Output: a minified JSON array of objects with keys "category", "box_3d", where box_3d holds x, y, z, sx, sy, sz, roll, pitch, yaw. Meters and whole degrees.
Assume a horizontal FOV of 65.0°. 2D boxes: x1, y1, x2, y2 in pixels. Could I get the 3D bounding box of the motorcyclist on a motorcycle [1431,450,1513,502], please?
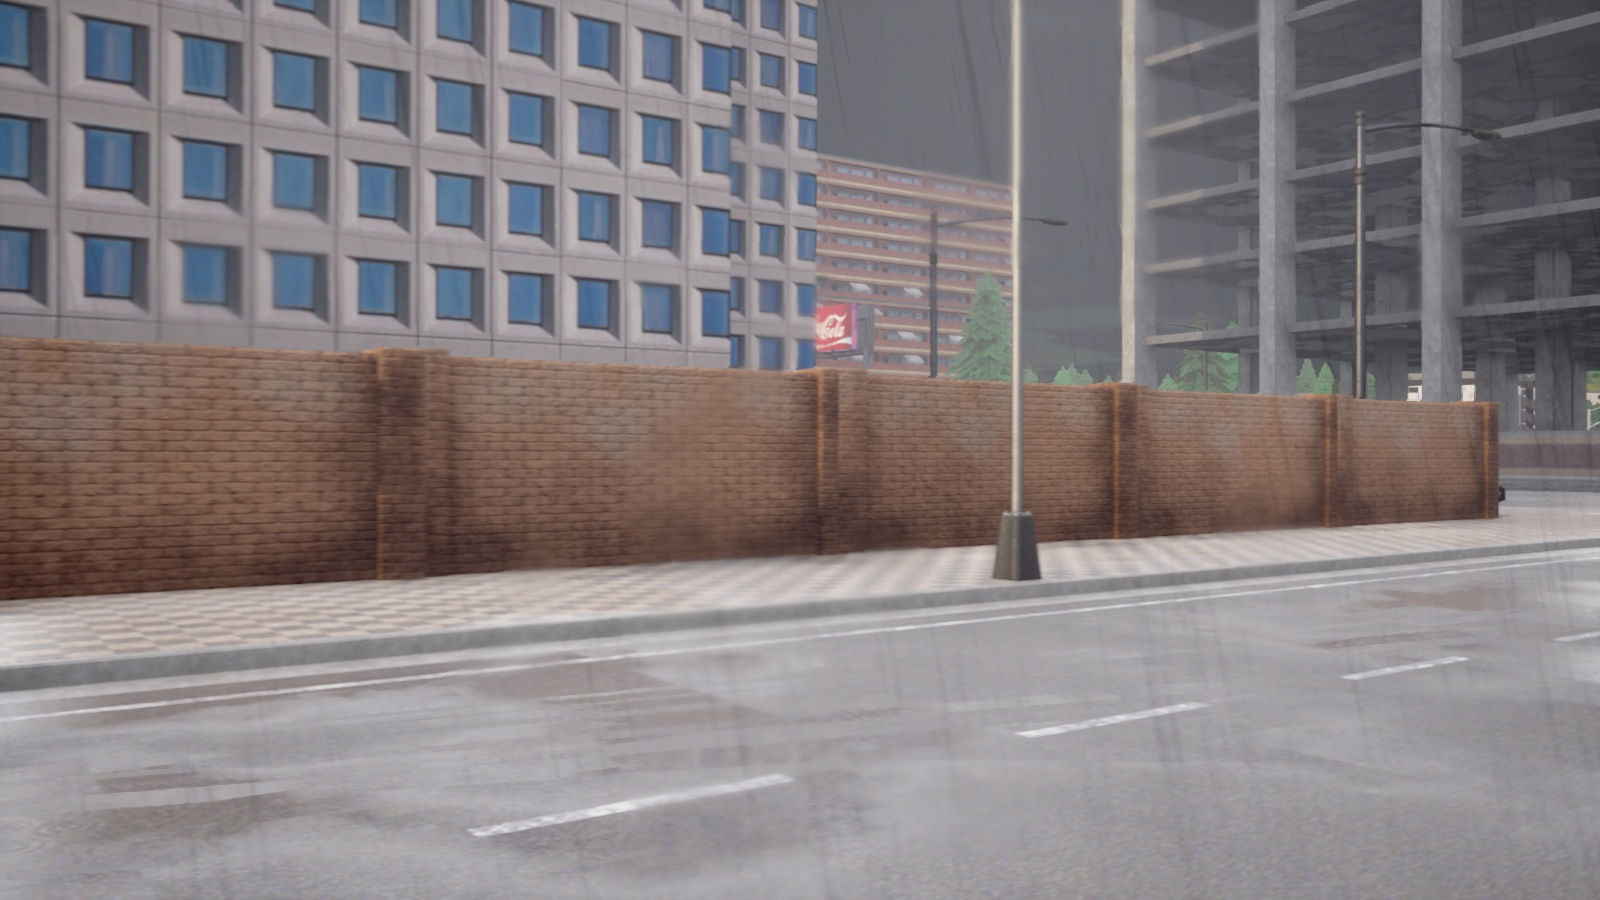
[{"category":"motorcyclist on a motorcycle","box_3d":[20.395,0.778,38.139,0.797,1.523,2.044,0,0,-35]}]
